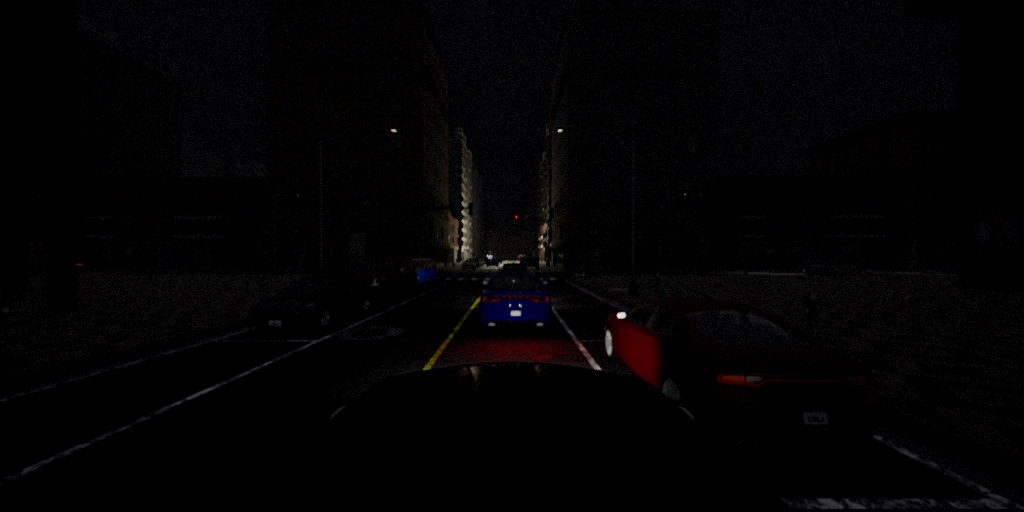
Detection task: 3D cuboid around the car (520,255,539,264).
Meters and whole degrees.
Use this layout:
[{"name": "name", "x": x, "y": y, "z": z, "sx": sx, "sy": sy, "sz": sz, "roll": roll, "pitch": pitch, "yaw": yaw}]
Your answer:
[{"name": "car", "x": 2.669, "y": 0.839, "z": 49.317, "sx": 2.192, "sy": 1.841, "sz": 5.009, "roll": 0, "pitch": 0, "yaw": 0}]

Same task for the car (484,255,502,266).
[{"name": "car", "x": -3.083, "y": 1.028, "z": 56.654, "sx": 2.033, "sy": 1.411, "sz": 5.357, "roll": 0, "pitch": 0, "yaw": 0}]

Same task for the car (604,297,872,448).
[{"name": "car", "x": 2.667, "y": 1.282, "z": 5.380, "sx": 1.888, "sy": 1.381, "sz": 4.507, "roll": 0, "pitch": 0, "yaw": 0}]

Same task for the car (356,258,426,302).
[{"name": "car", "x": -5.858, "y": 1.013, "z": 16.686, "sx": 2.192, "sy": 1.841, "sz": 5.009, "roll": 0, "pitch": 0, "yaw": 0}]

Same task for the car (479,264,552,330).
[{"name": "car", "x": 0.098, "y": 1.196, "z": 10.986, "sx": 1.882, "sy": 1.535, "sz": 5.008, "roll": 0, "pitch": 0, "yaw": 0}]

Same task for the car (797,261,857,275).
[{"name": "car", "x": 32.004, "y": 1.201, "z": 36.570, "sx": 4.718, "sy": 1.301, "sz": 1.895, "roll": 0, "pitch": 0, "yaw": 1}]

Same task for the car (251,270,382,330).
[{"name": "car", "x": -5.858, "y": 1.284, "z": 11.045, "sx": 1.948, "sy": 1.339, "sz": 4.313, "roll": 0, "pitch": 0, "yaw": 0}]

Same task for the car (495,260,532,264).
[{"name": "car", "x": 0.096, "y": 1.180, "z": 22.774, "sx": 1.837, "sy": 1.490, "sz": 4.892, "roll": 0, "pitch": 0, "yaw": 0}]

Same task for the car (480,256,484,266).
[{"name": "car", "x": -5.857, "y": 1.056, "z": 54.999, "sx": 1.948, "sy": 1.339, "sz": 4.313, "roll": 0, "pitch": 0, "yaw": 0}]

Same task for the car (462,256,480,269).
[{"name": "car", "x": -5.857, "y": 1.050, "z": 49.174, "sx": 1.751, "sy": 1.417, "sz": 4.829, "roll": 0, "pitch": 0, "yaw": 0}]

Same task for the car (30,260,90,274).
[{"name": "car", "x": -47.554, "y": 1.061, "z": 37.740, "sx": 4.902, "sy": 1.511, "sz": 2.128, "roll": 0, "pitch": 0, "yaw": 1}]

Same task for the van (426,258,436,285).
[{"name": "van", "x": -5.858, "y": 1.018, "z": 22.327, "sx": 1.690, "sy": 1.789, "sz": 3.998, "roll": 0, "pitch": 0, "yaw": 0}]
